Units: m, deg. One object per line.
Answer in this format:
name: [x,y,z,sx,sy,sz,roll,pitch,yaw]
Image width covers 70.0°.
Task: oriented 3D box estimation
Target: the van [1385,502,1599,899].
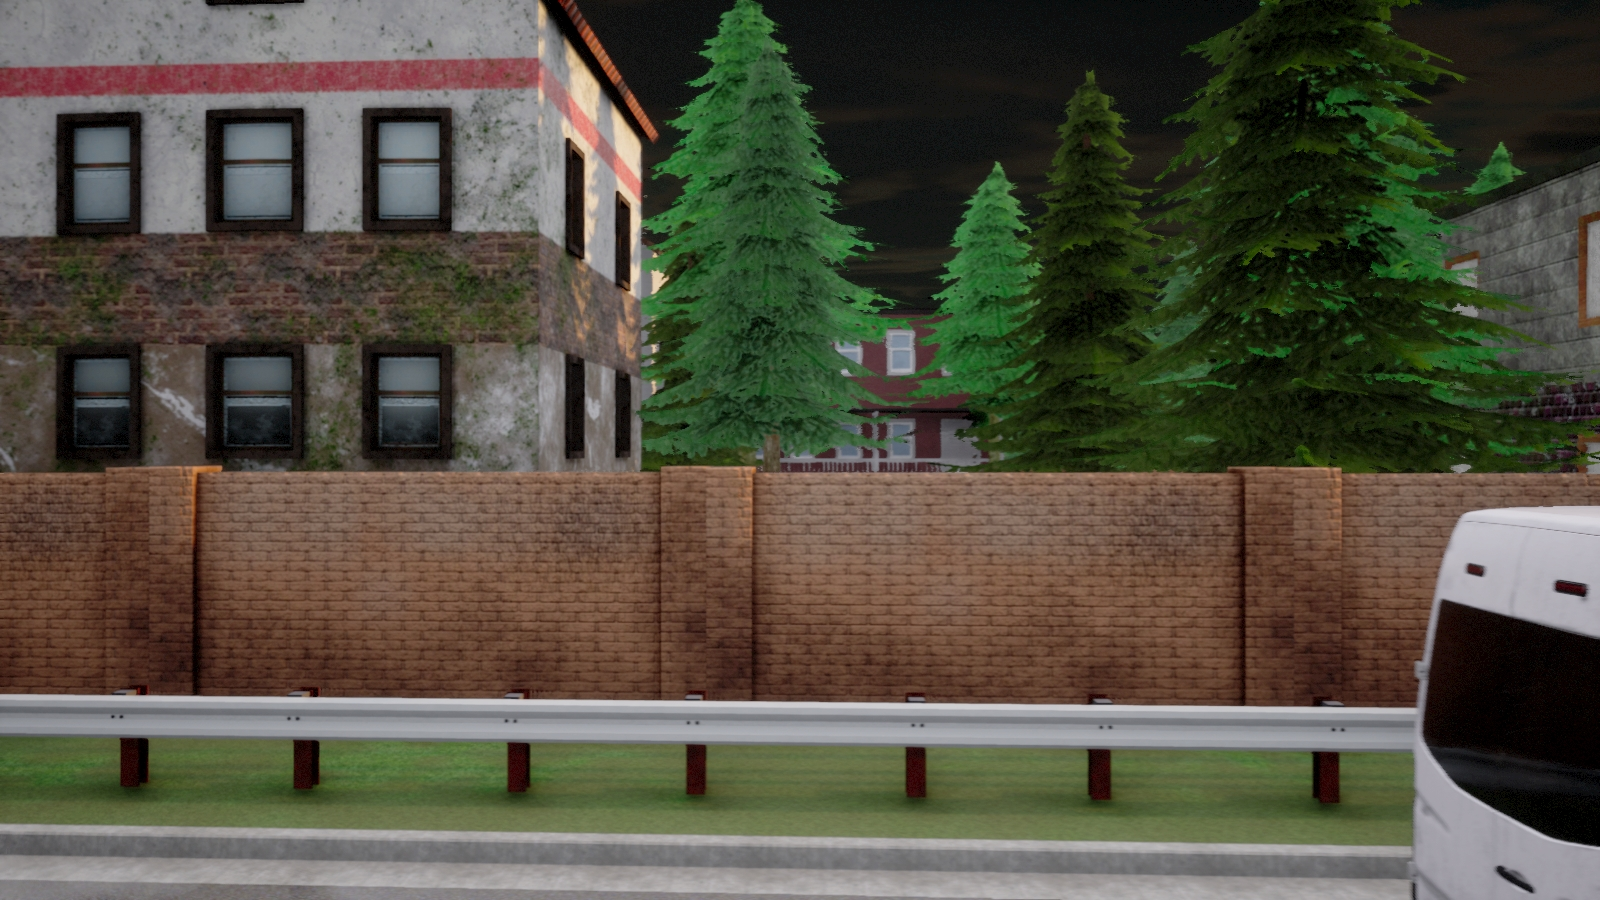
van: [5.890,1.539,4.690,5.915,2.561,1.988,0,0,3]
